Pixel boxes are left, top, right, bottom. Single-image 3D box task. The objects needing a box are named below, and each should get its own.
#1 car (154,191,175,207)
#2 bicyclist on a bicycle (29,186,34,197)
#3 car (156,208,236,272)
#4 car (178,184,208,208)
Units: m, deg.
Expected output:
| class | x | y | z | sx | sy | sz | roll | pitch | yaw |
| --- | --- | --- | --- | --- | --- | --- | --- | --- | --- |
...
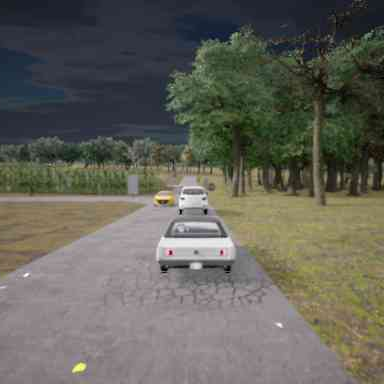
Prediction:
| class | x | y | z | sx | sy | sz | roll | pitch | yaw |
| --- | --- | --- | --- | --- | --- | --- | --- | --- | --- |
| car | -2.759 | 0.640 | 33.985 | 1.882 | 1.535 | 5.008 | 0 | 1 | 0 |
| bicyclist on a bicycle | -23.449 | -0.120 | 48.626 | 0.582 | 1.620 | 1.656 | 0 | 2 | -11 |
| car | 0.100 | 1.379 | 9.946 | 1.895 | 1.301 | 4.718 | 0 | 1 | 0 |
| car | 0.099 | 0.582 | 26.655 | 2.150 | 2.045 | 5.566 | 0 | 2 | 0 |
